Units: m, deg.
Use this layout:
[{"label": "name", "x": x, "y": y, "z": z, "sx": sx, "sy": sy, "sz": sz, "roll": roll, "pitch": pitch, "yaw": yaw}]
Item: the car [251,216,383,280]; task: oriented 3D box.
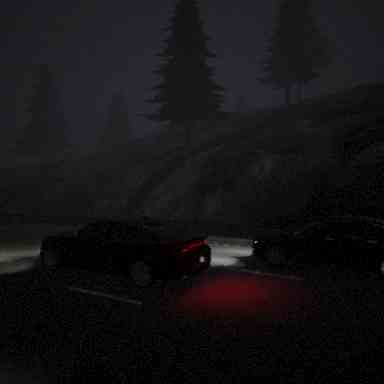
[{"label": "car", "x": 4.095, "y": 1.433, "z": 9.360, "sx": 4.892, "sy": 1.490, "sz": 1.837, "roll": 1, "pitch": 0, "yaw": 33}]

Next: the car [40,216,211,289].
[{"label": "car", "x": -1.927, "y": 1.388, "z": 8.916, "sx": 5.008, "sy": 1.535, "sz": 1.882, "roll": 1, "pitch": 0, "yaw": 29}]
